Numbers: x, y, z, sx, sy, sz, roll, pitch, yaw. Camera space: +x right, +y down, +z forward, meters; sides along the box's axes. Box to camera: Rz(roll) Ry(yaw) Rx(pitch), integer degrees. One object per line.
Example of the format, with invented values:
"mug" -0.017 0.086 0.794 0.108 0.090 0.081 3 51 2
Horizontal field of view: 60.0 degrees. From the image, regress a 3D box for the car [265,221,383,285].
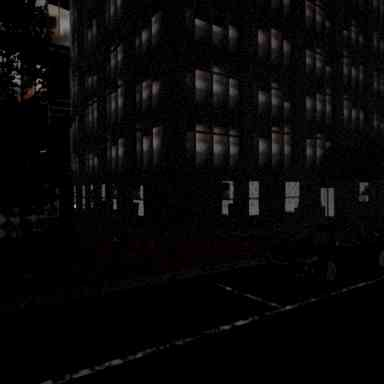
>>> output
"car" 3.932 1.545 9.401 4.403 1.369 2.008 0 -1 -36
